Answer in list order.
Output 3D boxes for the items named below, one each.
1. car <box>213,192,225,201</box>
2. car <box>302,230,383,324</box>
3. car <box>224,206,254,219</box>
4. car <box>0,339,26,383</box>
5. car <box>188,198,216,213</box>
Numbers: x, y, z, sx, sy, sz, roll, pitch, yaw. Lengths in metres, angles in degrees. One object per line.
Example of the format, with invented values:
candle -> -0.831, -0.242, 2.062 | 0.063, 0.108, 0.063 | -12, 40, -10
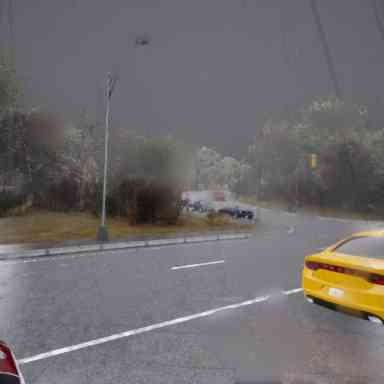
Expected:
car -> 5.992, 0.935, 74.432 | 2.150, 2.045, 5.566 | 2, 2, -4
car -> 4.400, 1.543, 6.895 | 5.008, 1.535, 1.882 | 1, -1, -35
car -> 4.666, 2.142, 35.443 | 1.895, 1.301, 4.718 | 3, -1, -22
car -> -3.190, 1.353, 1.475 | 4.553, 1.767, 2.097 | 0, 0, -35
car -> 1.472, 1.920, 44.055 | 1.837, 1.490, 4.892 | 2, 0, -18
